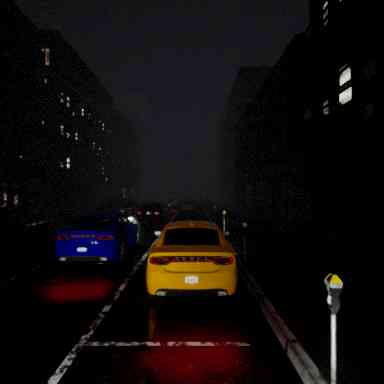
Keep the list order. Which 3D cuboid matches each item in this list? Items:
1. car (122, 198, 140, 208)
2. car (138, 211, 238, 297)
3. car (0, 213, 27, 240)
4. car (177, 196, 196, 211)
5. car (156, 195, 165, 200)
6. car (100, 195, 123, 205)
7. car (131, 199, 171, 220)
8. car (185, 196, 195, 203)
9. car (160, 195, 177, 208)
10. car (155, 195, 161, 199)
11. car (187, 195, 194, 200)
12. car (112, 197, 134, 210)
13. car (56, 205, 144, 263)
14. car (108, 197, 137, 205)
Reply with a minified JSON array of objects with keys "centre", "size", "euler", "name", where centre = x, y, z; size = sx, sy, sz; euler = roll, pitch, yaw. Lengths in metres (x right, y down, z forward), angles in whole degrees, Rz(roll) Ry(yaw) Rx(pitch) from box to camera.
[{"centre":[-8.834,1.543,48.430],"size":[1.887,1.381,4.507],"euler":[0,0,0],"name":"car"},{"centre":[-0.005,1.478,8.649],"size":[1.882,1.535,5.008],"euler":[0,0,0],"name":"car"},{"centre":[-8.835,1.583,14.612],"size":[1.802,1.307,4.206],"euler":[0,0,0],"name":"car"},{"centre":[-0.454,1.525,37.323],"size":[1.752,1.417,4.829],"euler":[0,0,0],"name":"car"},{"centre":[-8.834,1.539,93.519],"size":[2.008,1.369,4.403],"euler":[0,0,0],"name":"car"},{"centre":[-8.833,1.314,37.157],"size":[2.192,1.841,5.009],"euler":[0,0,0],"name":"car"},{"centre":[-3.061,1.548,25.787],"size":[2.033,1.411,5.357],"euler":[0,0,0],"name":"car"},{"centre":[-0.453,1.545,70.970],"size":[2.008,1.369,4.403],"euler":[0,0,0],"name":"car"},{"centre":[-3.050,1.524,46.936],"size":[1.812,1.442,4.674],"euler":[0,0,0],"name":"car"},{"centre":[-8.834,1.541,87.882],"size":[2.008,1.369,4.403],"euler":[0,0,0],"name":"car"},{"centre":[-0.452,1.513,93.685],"size":[1.752,1.417,4.829],"euler":[0,0,0],"name":"car"},{"centre":[-8.834,1.439,42.793],"size":[1.967,1.590,4.097],"euler":[0,0,0],"name":"car"},{"centre":[-3.145,1.478,11.969],"size":[1.882,1.535,5.008],"euler":[0,0,0],"name":"car"},{"centre":[-6.239,1.491,32.249],"size":[2.128,1.511,4.902],"euler":[0,0,0],"name":"car"}]
